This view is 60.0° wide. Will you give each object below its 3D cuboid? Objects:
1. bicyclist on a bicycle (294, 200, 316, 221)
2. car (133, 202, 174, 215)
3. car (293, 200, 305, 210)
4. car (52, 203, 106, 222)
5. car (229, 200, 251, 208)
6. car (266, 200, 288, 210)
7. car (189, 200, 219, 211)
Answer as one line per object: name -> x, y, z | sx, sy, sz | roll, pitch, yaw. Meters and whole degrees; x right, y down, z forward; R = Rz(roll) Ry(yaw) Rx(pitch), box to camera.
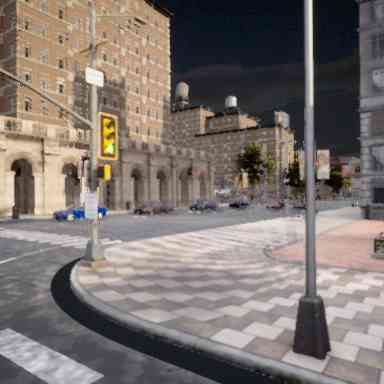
bicyclist on a bicycle -> 8.537, 1.429, 25.148 | 1.656, 1.620, 0.582 | -1, -1, 36
car -> -4.254, 1.862, 38.106 | 2.033, 1.411, 5.357 | -1, -1, 36
car -> 16.059, 1.811, 47.806 | 1.994, 1.385, 4.181 | -1, 0, 35
car -> -10.119, 1.773, 30.116 | 1.882, 1.535, 5.008 | -1, -1, 36
car -> 7.869, 1.955, 54.666 | 1.895, 1.301, 4.718 | -1, -1, 36
car -> 12.468, 1.843, 48.822 | 1.994, 1.385, 4.181 | -1, 0, 36
car -> 1.772, 1.881, 46.322 | 2.033, 1.411, 5.357 | -1, 0, 36
